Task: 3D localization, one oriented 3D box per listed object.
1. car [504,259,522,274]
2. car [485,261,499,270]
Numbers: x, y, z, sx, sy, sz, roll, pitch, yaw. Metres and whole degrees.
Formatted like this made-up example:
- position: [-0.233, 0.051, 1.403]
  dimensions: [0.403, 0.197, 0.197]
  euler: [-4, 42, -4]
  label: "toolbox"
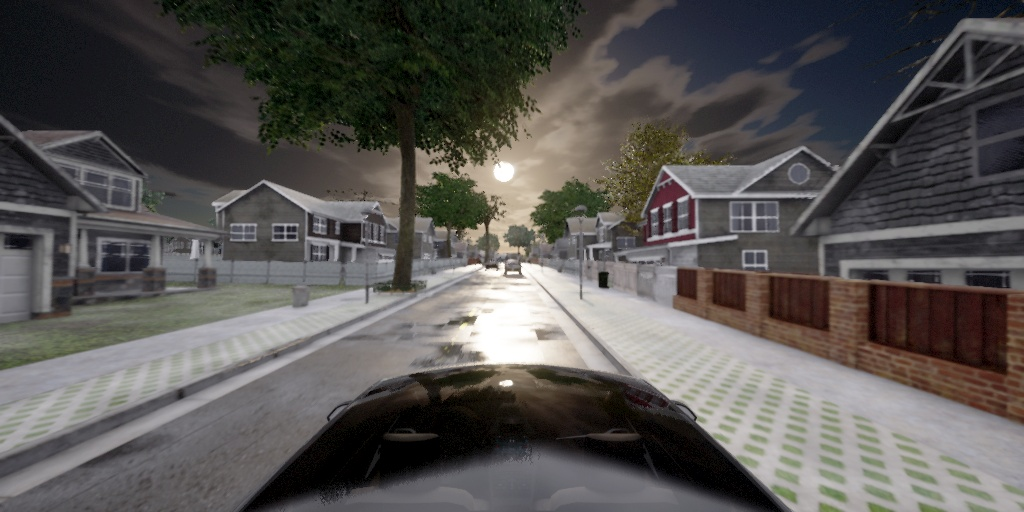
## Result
- position: [0.105, 1.188, 39.814]
  dimensions: [2.128, 1.511, 4.902]
  euler: [0, 0, 0]
  label: "car"
- position: [-2.817, 1.309, 51.299]
  dimensions: [1.895, 1.301, 4.718]
  euler: [0, 0, 0]
  label: "car"
